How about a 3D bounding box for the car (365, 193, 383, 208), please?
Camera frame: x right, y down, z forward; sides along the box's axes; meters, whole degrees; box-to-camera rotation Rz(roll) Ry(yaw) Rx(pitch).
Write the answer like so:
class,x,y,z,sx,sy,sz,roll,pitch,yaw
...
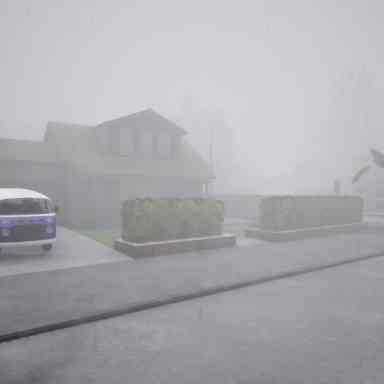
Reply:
class,x,y,z,sx,sy,sz,roll,pitch,yaw
car,23.154,0.985,40.320,3.866,1.878,1.905,0,0,0
